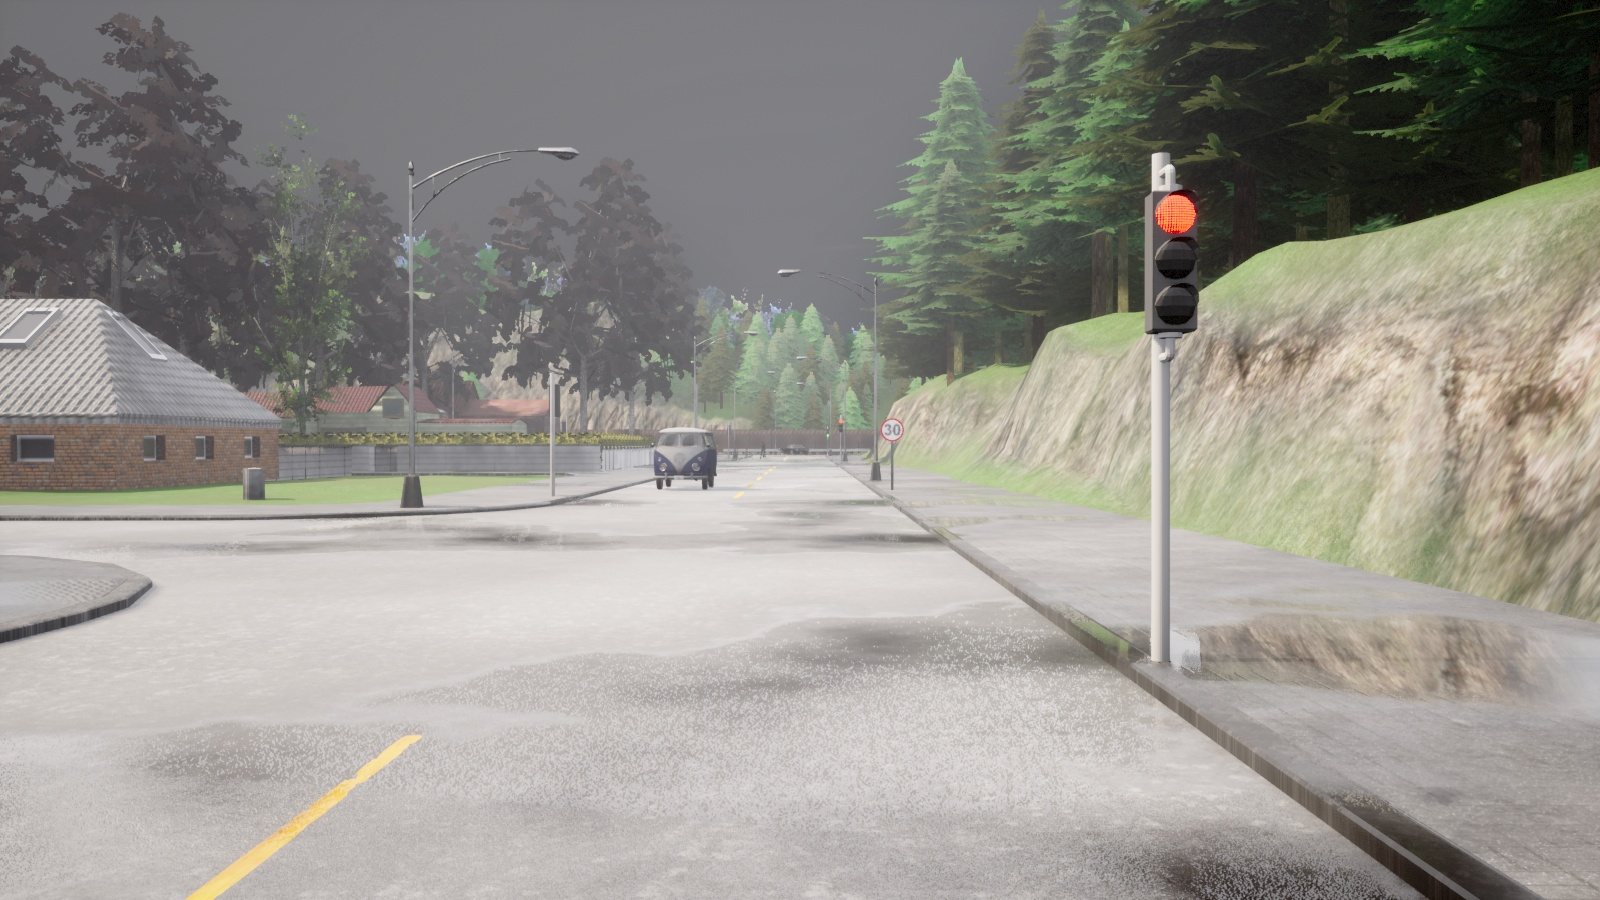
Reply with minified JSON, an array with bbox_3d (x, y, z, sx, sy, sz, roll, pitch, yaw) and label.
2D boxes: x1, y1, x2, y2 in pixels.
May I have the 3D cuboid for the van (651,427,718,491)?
[{"bbox_3d":[-3.750,0.263,41.343,1.775,1.987,4.442,0,0,0],"label":"van"}]
